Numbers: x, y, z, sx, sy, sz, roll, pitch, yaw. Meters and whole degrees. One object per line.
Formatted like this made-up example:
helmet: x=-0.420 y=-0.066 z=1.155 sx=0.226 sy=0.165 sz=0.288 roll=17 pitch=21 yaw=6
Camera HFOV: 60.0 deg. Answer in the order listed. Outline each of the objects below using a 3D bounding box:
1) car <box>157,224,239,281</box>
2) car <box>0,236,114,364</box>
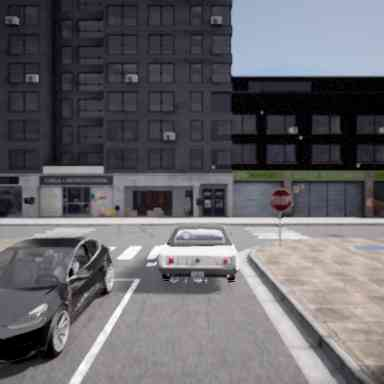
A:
car: x=0.263 y=1.575 z=9.731 sx=1.895 sy=1.301 sz=4.718 roll=0 pitch=0 yaw=3
car: x=-2.639 y=1.549 z=6.004 sx=1.947 sy=1.339 sz=4.313 roll=0 pitch=0 yaw=0
